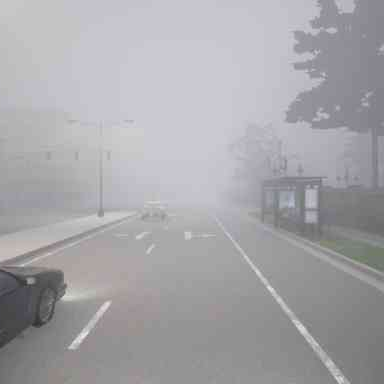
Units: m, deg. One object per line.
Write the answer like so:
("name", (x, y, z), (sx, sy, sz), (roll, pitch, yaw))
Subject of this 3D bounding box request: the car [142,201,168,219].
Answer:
("car", (-3.147, 1.527, 28.487), (1.812, 1.442, 4.674), (0, -1, 1))

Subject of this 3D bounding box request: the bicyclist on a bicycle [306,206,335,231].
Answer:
("bicyclist on a bicycle", (6.897, 1.306, 18.019), (1.656, 1.620, 0.582), (-3, -2, 42))

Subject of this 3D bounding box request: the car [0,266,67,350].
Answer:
("car", (-3.366, 1.547, 3.989), (2.033, 1.411, 5.357), (0, 0, 1))
